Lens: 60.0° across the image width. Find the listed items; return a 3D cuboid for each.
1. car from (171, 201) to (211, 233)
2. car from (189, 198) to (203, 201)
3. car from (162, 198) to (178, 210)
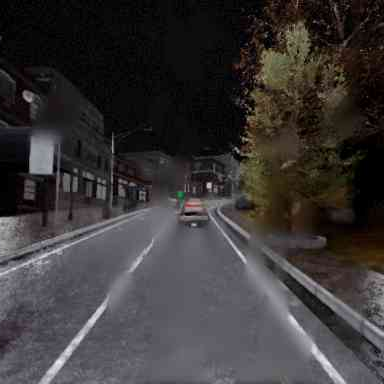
[{"bbox_3d":[0.104,1.531,20.129,2.128,1.511,4.902,0,0,0],"label":"car"},{"bbox_3d":[0.445,1.414,38.032,2.097,1.767,4.553,0,0,3],"label":"car"},{"bbox_3d":[-2.739,1.606,44.550,1.837,1.490,4.892,-1,0,6],"label":"car"}]
